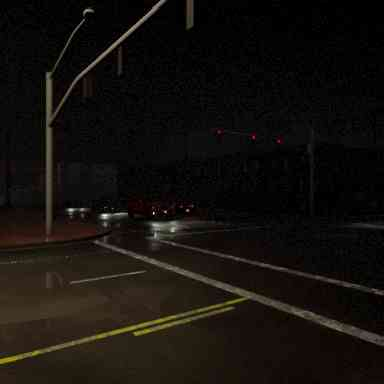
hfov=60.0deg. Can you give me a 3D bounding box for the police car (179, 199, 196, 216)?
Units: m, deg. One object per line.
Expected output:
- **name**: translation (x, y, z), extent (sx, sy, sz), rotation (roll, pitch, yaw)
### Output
- **police car**: translation (-1.798, 1.504, 32.067), extent (2.038, 1.542, 4.974), rotation (0, 0, -36)

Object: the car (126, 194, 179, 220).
- **car**: translation (-3.718, 1.222, 28.561), extent (2.150, 2.045, 5.566), rotation (0, 0, -36)

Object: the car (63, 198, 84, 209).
- **car**: translation (-16.743, 1.526, 46.734), extent (1.812, 1.442, 4.674), rotation (0, 0, -36)

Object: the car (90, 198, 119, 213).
- **car**: translation (-9.803, 1.505, 37.039), extent (1.837, 1.490, 4.892), rotation (0, 0, -36)
